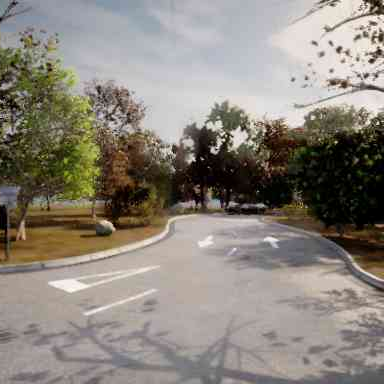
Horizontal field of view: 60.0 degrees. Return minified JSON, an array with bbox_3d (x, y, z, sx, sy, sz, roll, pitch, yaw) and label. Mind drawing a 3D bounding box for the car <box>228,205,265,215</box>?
[{"bbox_3d":[6.875,2.240,42.076,4.718,1.301,1.895,1,-1,-29],"label":"car"}]
